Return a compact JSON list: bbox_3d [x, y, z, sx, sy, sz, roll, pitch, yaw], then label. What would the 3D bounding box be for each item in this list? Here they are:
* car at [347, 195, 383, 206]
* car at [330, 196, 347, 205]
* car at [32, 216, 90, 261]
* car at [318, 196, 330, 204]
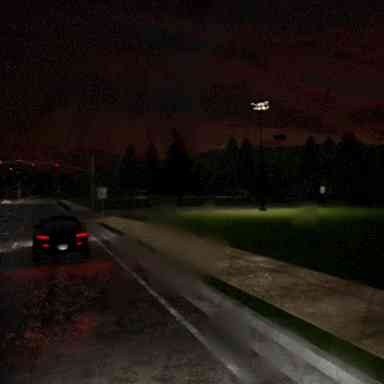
[{"bbox_3d":[25.396,1.170,47.846,4.902,1.511,2.128,-1,0,-22],"label":"car"},{"bbox_3d":[23.971,1.270,51.045,4.181,1.385,1.994,-1,0,-22],"label":"car"},{"bbox_3d":[-5.035,1.628,12.764,1.812,1.442,4.674,-1,-1,-23],"label":"car"},{"bbox_3d":[22.624,1.297,54.275,4.181,1.385,1.994,-1,0,-22],"label":"car"}]
